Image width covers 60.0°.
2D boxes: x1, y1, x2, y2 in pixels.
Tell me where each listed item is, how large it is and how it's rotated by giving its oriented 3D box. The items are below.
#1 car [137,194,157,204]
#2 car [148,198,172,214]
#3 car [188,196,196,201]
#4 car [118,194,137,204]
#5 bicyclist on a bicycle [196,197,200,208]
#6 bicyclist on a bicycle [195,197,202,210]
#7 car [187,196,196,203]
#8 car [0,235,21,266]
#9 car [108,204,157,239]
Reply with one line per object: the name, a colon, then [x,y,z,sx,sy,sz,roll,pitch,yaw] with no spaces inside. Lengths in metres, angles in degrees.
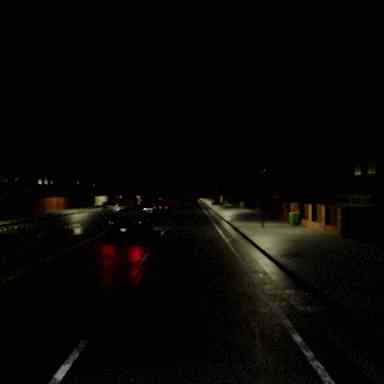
car: [-6.581,1.372,51.569,2.150,2.045,5.566,0,0,0]
car: [-3.165,1.642,35.950,2.033,1.411,5.357,0,0,0]
car: [-0.039,1.702,89.475,2.033,1.411,5.357,0,0,0]
car: [-9.827,1.371,51.414,2.150,2.045,5.566,0,0,1]
bicyclist on a bicycle: [0.870,1.603,50.970,0.582,1.620,1.656,0,0,0]
bicyclist on a bicycle: [0.868,1.554,42.021,0.866,1.612,1.509,0,0,0]
car: [-0.030,1.781,73.114,1.994,1.385,4.181,0,0,0]
car: [-6.604,1.612,8.786,1.895,1.301,4.718,0,0,0]
car: [-3.156,1.557,17.588,1.812,1.442,4.674,0,0,0]
